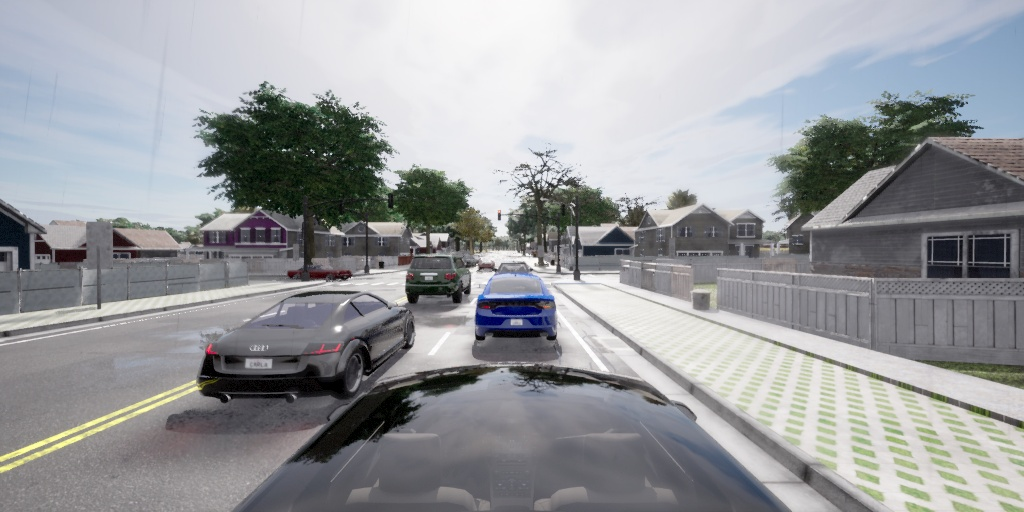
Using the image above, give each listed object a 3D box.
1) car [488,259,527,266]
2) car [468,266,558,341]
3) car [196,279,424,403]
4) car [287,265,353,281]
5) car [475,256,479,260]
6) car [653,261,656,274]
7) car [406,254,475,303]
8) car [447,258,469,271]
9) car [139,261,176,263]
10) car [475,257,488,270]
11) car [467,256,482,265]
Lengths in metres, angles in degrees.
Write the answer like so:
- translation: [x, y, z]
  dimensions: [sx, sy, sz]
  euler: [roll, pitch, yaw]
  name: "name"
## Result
- translation: [0.071, 1.039, 18.852]
  dimensions: [2.097, 1.767, 4.553]
  euler: [0, 0, 0]
  name: "car"
- translation: [0.087, 1.212, 9.897]
  dimensions: [1.882, 1.535, 5.008]
  euler: [0, 0, 0]
  name: "car"
- translation: [-3.158, 1.308, 6.479]
  dimensions: [1.994, 1.385, 4.181]
  euler: [0, 0, 0]
  name: "car"
- translation: [-15.063, 1.342, 28.306]
  dimensions: [4.718, 1.301, 1.895]
  euler: [0, 0, 13]
  name: "car"
- translation: [-6.672, 0.710, 54.246]
  dimensions: [2.097, 1.767, 4.553]
  euler: [0, 1, 0]
  name: "car"
- translation: [12.668, 1.091, 32.544]
  dimensions: [4.718, 1.301, 1.895]
  euler: [0, 1, 1]
  name: "car"
- translation: [-3.176, 0.925, 16.360]
  dimensions: [2.150, 2.045, 5.566]
  euler: [0, 0, 0]
  name: "car"
- translation: [-6.673, 1.007, 44.809]
  dimensions: [2.033, 1.411, 5.357]
  euler: [0, 1, 0]
  name: "car"
- translation: [-28.569, 1.178, 29.463]
  dimensions: [4.553, 1.767, 2.097]
  euler: [0, 1, 3]
  name: "car"
- translation: [-3.023, 1.076, 43.044]
  dimensions: [1.895, 1.301, 4.718]
  euler: [0, 1, -2]
  name: "car"
- translation: [-6.666, 0.721, 64.526]
  dimensions: [2.033, 1.411, 5.357]
  euler: [0, 1, 0]
  name: "car"
